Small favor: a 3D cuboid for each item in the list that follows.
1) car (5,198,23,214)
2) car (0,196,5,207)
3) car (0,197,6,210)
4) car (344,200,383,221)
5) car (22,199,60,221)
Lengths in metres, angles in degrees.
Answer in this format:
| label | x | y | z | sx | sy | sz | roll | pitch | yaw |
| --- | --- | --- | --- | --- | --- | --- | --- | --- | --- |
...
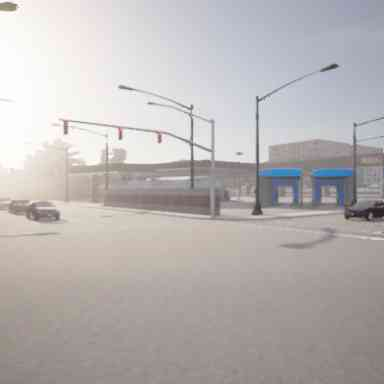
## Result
| label | x | y | z | sx | sy | sz | roll | pitch | yaw |
| --- | --- | --- | --- | --- | --- | --- | --- | --- | --- |
| car | -17.955 | 1.491 | 34.986 | 1.837 | 1.490 | 4.892 | 0 | 0 | -37 |
| car | -31.088 | 1.462 | 52.605 | 2.128 | 1.511 | 4.902 | 0 | 0 | -36 |
| car | -24.331 | 1.505 | 43.514 | 1.812 | 1.442 | 4.674 | 0 | 0 | -37 |
| car | 13.920 | 1.375 | 26.149 | 5.008 | 1.535 | 1.882 | 0 | 0 | -36 |
| car | -12.360 | 1.520 | 27.508 | 1.812 | 1.442 | 4.674 | 0 | 0 | -37 |
